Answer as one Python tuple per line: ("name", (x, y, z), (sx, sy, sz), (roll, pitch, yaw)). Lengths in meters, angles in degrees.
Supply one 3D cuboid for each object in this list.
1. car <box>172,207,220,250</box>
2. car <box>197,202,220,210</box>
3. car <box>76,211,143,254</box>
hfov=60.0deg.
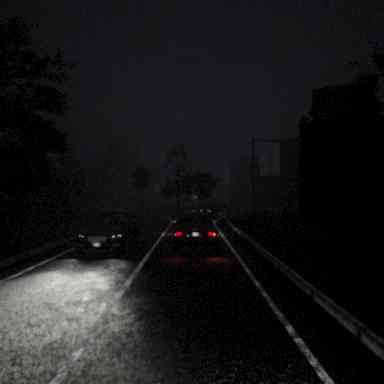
("car", (0.120, 1.630, 14.811), (2.033, 1.411, 5.357), (0, 0, 0))
("car", (1.478, 1.668, 32.244), (2.033, 1.411, 5.357), (0, 2, 14))
("car", (-3.273, 1.569, 13.953), (2.128, 1.511, 4.902), (0, 0, 1))
